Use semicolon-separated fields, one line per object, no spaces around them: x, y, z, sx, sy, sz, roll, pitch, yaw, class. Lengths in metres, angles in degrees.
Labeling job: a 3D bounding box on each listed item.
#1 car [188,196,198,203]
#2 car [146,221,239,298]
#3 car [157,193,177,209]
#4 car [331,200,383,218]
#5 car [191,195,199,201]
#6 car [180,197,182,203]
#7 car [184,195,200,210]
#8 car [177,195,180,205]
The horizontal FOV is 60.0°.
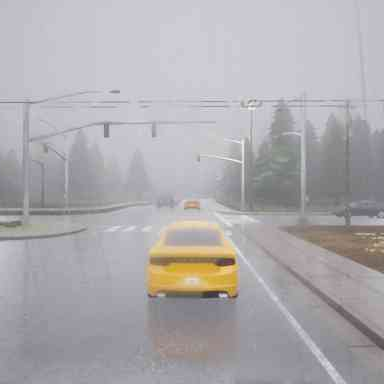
0.297;1.537;72.776;2.033;1.411;5.357;0;0;2;car
0.049;1.474;8.552;1.882;1.535;5.008;0;0;1;car
-3.595;1.221;45.697;2.150;2.045;5.566;0;0;-1;car
14.910;1.531;29.530;4.892;1.490;1.837;0;0;1;car
0.696;1.442;83.168;1.837;1.490;4.892;0;0;2;car
-3.302;1.352;69.451;2.097;1.767;4.553;0;0;1;car
0.017;1.478;42.215;1.882;1.535;5.008;0;0;0;car
-3.540;1.352;55.991;2.097;1.767;4.553;0;0;0;car
